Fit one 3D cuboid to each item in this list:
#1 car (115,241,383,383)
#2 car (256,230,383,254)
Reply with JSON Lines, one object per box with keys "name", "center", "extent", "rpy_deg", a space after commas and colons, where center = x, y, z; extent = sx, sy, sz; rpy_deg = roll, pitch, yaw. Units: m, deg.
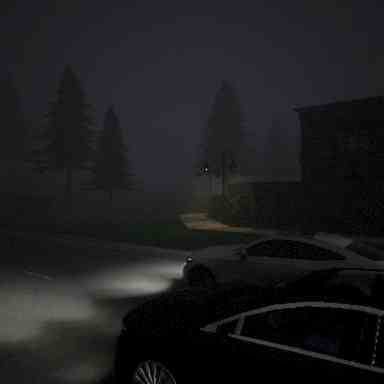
{"name": "car", "center": [1.382, 1.491, 2.997], "extent": [4.902, 1.511, 2.128], "rpy_deg": [0, 0, 36]}
{"name": "car", "center": [1.980, 1.526, 6.871], "extent": [4.674, 1.442, 1.812], "rpy_deg": [0, 0, 36]}
